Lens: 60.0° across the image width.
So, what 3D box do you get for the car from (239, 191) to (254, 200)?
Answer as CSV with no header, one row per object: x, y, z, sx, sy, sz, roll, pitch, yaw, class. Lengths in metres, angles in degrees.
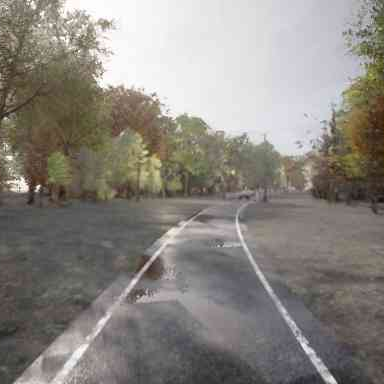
9.583,0.702,59.925,1.837,1.490,4.892,0,1,16,car

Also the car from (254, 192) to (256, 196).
12.372,0.497,69.966,1.837,1.490,4.892,0,1,16,car
